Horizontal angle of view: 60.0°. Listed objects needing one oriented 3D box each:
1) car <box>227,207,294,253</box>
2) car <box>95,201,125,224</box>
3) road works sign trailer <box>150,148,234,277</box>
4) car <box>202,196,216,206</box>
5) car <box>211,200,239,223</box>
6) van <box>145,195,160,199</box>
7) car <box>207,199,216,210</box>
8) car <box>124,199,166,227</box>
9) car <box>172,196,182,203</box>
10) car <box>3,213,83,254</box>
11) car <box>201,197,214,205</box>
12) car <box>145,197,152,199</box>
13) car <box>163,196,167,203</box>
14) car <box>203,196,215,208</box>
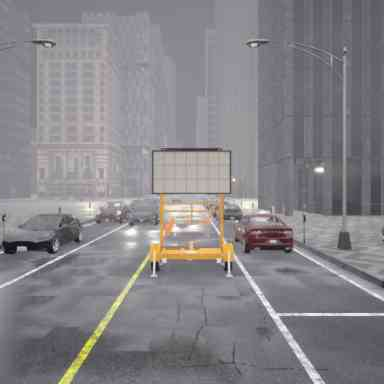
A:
[{"bbox_3d":[2.747,1.543,13.488,1.887,1.381,4.507,0,0,0],"label":"car"},{"bbox_3d":[-5.791,1.435,24.758,1.967,1.590,4.097,0,0,0],"label":"car"},{"bbox_3d":[-0.010,0.463,10.221,2.380,3.560,2.880,0,0,0],"label":"road works sign trailer"},{"bbox_3d":[2.704,1.414,52.974,1.967,1.590,4.097,0,0,0],"label":"car"},{"bbox_3d":[2.735,1.546,24.770,2.008,1.369,4.403,0,0,0],"label":"car"},{"bbox_3d":[-5.815,1.320,47.322,1.690,1.788,3.998,0,0,0],"label":"van"},{"bbox_3d":[2.729,1.558,30.410,1.947,1.339,4.313,0,0,0],"label":"car"},{"bbox_3d":[-3.124,1.500,23.045,1.837,1.490,4.892,0,0,0],"label":"car"},{"bbox_3d":[-3.071,1.506,67.731,2.033,1.411,5.357,0,0,0],"label":"car"},{"bbox_3d":[-5.779,1.564,13.476,1.947,1.339,4.313,0,0,0],"label":"car"},{"bbox_3d":[2.699,1.518,58.615,2.008,1.369,4.403,0,0,0],"label":"car"},{"bbox_3d":[-5.803,1.554,36.041,1.947,1.339,4.313,0,0,0],"label":"car"},{"bbox_3d":[-5.833,1.512,64.245,2.008,1.369,4.403,0,0,0],"label":"car"},{"bbox_3d":[2.716,1.509,41.862,1.752,1.417,4.829,0,0,0],"label":"car"}]
